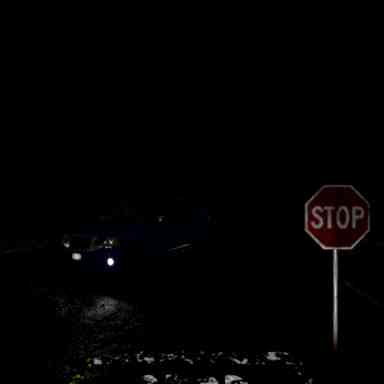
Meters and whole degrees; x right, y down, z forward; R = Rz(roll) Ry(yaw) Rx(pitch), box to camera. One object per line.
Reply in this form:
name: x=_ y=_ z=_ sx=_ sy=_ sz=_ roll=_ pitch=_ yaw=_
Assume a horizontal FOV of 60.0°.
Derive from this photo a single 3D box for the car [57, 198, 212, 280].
car: x=-1.403 y=1.219 z=10.485 sx=2.150 sy=2.045 sz=5.566 roll=-1 pitch=-1 yaw=31
